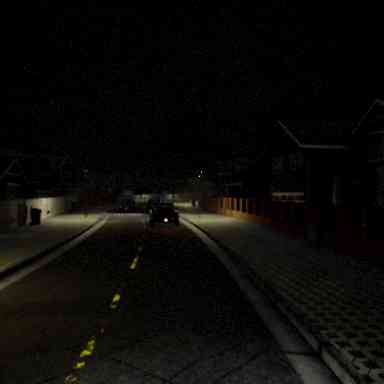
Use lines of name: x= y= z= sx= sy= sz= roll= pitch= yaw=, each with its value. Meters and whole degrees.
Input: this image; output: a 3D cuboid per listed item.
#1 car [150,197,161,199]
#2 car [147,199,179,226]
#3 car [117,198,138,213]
car: x=-4.633 y=1.424 z=41.966 sx=2.128 sy=1.511 sz=4.902 roll=0 pitch=0 yaw=-4
car: x=-1.999 y=1.478 z=23.270 sx=1.837 sy=1.490 sz=4.892 roll=0 pitch=1 yaw=-9
car: x=-6.897 y=1.448 z=35.657 sx=1.837 sy=1.490 sz=4.892 roll=0 pitch=0 yaw=-8
